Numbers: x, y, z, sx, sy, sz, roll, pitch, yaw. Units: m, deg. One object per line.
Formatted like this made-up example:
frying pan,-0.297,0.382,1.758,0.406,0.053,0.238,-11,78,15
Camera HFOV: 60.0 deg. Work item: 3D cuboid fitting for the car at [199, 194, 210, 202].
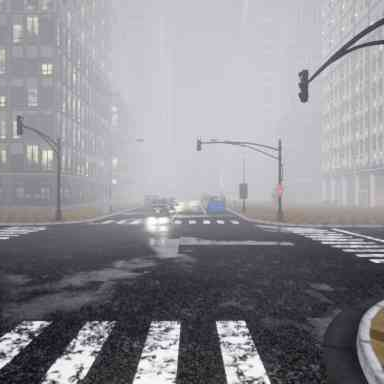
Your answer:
car,2.784,1.312,74.633,2.192,1.841,5.009,0,0,0

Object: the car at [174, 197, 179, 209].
car,-3.155,1.547,43.028,2.033,1.411,5.357,0,0,0

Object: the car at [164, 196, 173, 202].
car,-5.571,1.578,80.210,1.802,1.307,4.206,0,0,0

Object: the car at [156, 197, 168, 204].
car,-5.649,1.564,63.592,1.947,1.339,4.313,0,0,0

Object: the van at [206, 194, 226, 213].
van,2.717,1.341,35.861,1.690,1.788,3.998,0,0,0

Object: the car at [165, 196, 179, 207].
car,-3.097,1.477,53.168,1.882,1.535,5.008,0,0,1

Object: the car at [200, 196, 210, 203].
car,2.757,1.542,69.093,1.887,1.381,4.507,0,0,0

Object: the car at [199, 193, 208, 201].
car,2.837,1.309,85.711,2.192,1.841,5.009,0,0,0

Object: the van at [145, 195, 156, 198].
van,-5.726,1.341,46.975,1.690,1.788,3.998,0,0,0

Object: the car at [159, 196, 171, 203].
car,-5.623,1.548,69.131,2.008,1.369,4.403,0,0,0

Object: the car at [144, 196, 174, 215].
car,-3.210,1.491,33.243,2.128,1.511,4.902,0,0,-1

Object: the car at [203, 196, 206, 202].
car,2.651,1.544,41.399,1.887,1.381,4.507,0,0,0

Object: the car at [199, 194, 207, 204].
car,2.733,1.313,63.553,2.192,1.841,5.009,0,0,0
